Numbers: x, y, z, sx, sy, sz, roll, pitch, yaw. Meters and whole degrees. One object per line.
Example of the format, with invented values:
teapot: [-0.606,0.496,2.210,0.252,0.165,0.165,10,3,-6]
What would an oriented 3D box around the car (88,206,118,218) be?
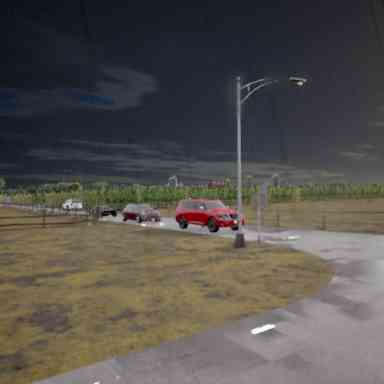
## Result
car: [-10.201,2.264,38.018,1.895,1.301,4.718,0,-1,-36]

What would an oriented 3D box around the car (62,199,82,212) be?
car: [-20.887,2.318,57.937,2.150,2.045,5.566,0,-1,-36]

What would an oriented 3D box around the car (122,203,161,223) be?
car: [-4.630,1.828,30.249,2.097,1.767,4.553,0,-1,-36]

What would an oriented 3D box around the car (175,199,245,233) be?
car: [1.024,1.512,22.363,2.150,2.045,5.566,0,-1,-36]
